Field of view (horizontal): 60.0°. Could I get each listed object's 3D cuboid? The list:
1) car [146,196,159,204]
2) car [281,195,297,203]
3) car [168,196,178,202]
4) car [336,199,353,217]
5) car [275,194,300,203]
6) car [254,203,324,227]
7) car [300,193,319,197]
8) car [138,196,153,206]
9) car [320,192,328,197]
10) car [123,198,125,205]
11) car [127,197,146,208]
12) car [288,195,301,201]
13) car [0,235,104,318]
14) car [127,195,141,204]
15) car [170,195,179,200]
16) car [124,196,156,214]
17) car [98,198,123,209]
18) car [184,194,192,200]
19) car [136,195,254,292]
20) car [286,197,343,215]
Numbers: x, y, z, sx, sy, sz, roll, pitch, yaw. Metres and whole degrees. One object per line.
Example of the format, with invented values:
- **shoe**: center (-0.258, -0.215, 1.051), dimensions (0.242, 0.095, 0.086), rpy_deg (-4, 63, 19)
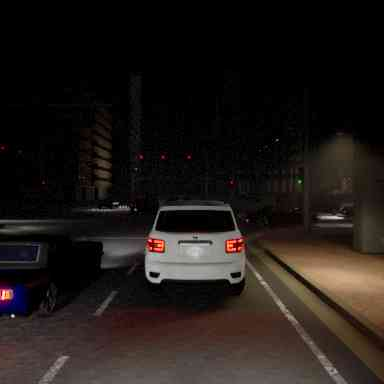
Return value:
- **car**: center (-7.920, 1.547, 67.686), dimensions (2.033, 1.411, 5.357), rpy_deg (0, 0, 0)
- **car**: center (18.817, 1.395, 64.543), dimensions (1.970, 1.475, 3.806), rpy_deg (0, 0, 0)
- **car**: center (-4.453, 1.550, 77.656), dimensions (1.994, 1.385, 4.181), rpy_deg (0, 0, 0)
- **car**: center (15.449, 1.564, 29.361), dimensions (4.181, 1.385, 1.994), rpy_deg (0, 0, 1)
- **car**: center (13.236, 1.153, 47.125), dimensions (1.932, 1.855, 4.605), rpy_deg (0, 0, 0)
- **car**: center (5.924, 1.601, 22.240), dimensions (4.718, 1.301, 1.895), rpy_deg (0, 0, 0)
- **car**: center (16.130, 1.156, 47.073), dimensions (1.905, 1.878, 3.866), rpy_deg (0, 0, 0)
- **car**: center (-7.942, 1.504, 57.076), dimensions (1.837, 1.490, 4.892), rpy_deg (0, 0, 0)
- **car**: center (30.148, 1.153, 79.707), dimensions (1.932, 1.855, 4.605), rpy_deg (0, 0, 0)
- **car**: center (-11.439, 1.601, 55.297), dimensions (1.895, 1.301, 4.718), rpy_deg (0, 0, 0)
- **car**: center (-7.912, 1.477, 47.804), dimensions (1.882, 1.535, 5.008), rpy_deg (0, 0, 0)
- **car**: center (24.570, 1.395, 79.651), dimensions (1.970, 1.475, 3.806), rpy_deg (0, 0, 0)
- **car**: center (-3.420, 1.601, 7.348), dimensions (1.895, 1.301, 4.718), rpy_deg (0, 0, 1)
- **car**: center (-11.428, 1.477, 65.783), dimensions (1.882, 1.535, 5.008), rpy_deg (0, 0, 0)
- **car**: center (-4.490, 1.378, 85.809), dimensions (1.994, 1.385, 4.181), rpy_deg (0, 0, 0)
- **car**: center (-4.867, 1.505, 35.340), dimensions (1.837, 1.490, 4.892), rpy_deg (2, 1, 18)
- **car**: center (-11.407, 1.547, 45.705), dimensions (2.033, 1.411, 5.357), rpy_deg (0, 0, 0)
- **car**: center (-0.990, 1.303, 85.825), dimensions (1.882, 1.535, 5.008), rpy_deg (0, 0, 0)
- **car**: center (0.093, 1.221, 9.100), dimensions (2.150, 2.045, 5.566), rpy_deg (0, 0, 1)
- **car**: center (12.294, 1.505, 32.896), dimensions (4.892, 1.490, 1.837), rpy_deg (0, 0, 0)
